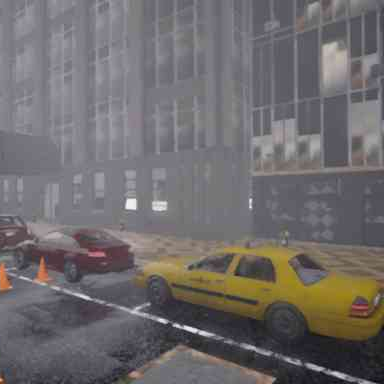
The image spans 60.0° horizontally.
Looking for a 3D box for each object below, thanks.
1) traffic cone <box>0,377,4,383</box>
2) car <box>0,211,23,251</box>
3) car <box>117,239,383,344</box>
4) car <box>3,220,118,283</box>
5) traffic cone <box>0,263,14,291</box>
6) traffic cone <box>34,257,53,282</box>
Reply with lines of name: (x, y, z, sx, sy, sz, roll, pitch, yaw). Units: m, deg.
traffic cone: (-2.493, 1.982, 3.962, 0.340, 0.580, 0.340, 0, -1, 37)
car: (-8.013, 1.518, 13.033, 4.097, 1.590, 1.967, 0, -2, 37)
car: (0.918, 1.599, 6.387, 4.829, 1.417, 1.752, 0, -2, 37)
car: (-3.481, 1.658, 9.657, 4.206, 1.307, 1.802, 0, -2, 37)
traffic cone: (-4.509, 2.008, 7.954, 0.340, 0.580, 0.340, 0, -1, 37)
traffic cone: (-3.918, 2.014, 8.756, 0.340, 0.580, 0.340, 0, 1, 37)
